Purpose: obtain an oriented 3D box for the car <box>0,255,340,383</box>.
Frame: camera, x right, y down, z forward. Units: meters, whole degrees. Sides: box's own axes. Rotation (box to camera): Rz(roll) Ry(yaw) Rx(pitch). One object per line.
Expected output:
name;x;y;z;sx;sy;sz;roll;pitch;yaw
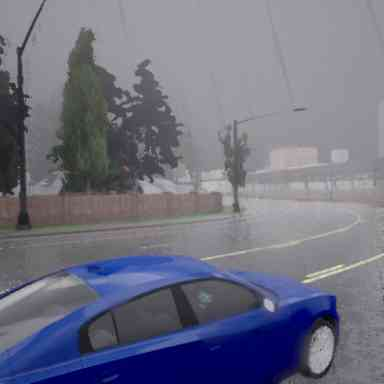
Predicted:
car;-0.292;1.480;3.746;5.008;1.535;1.882;0;0;-37
